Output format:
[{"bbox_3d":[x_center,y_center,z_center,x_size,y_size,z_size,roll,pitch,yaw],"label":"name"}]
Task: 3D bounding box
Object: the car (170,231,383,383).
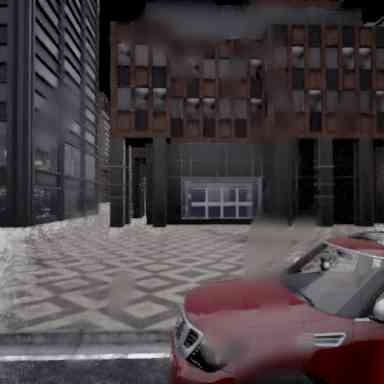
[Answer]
[{"bbox_3d":[2.297,1.393,3.682,5.009,1.841,2.192,0,-1,-3],"label":"car"}]
